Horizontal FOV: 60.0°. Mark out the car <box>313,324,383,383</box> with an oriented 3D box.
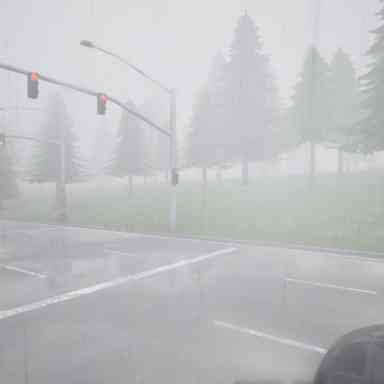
[{"bbox_3d":[3.180,1.505,1.718,4.892,1.490,1.837,0,0,36],"label":"car"}]
